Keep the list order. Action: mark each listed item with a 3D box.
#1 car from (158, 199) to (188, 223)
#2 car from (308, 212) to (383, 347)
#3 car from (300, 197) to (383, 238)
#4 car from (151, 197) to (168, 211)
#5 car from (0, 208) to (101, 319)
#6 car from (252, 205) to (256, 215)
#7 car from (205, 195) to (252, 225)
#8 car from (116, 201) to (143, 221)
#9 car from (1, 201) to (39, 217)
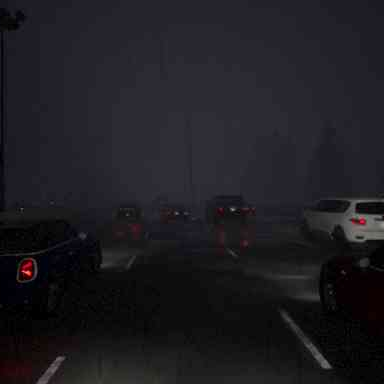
[{"bbox_3d":[-1.358,1.549,25.615,2.033,1.411,5.357,0,0,-7],"label":"car"},{"bbox_3d":[3.520,1.352,4.562,2.097,1.767,4.553,0,0,-1],"label":"car"},{"bbox_3d":[6.642,1.222,14.497,2.150,2.045,5.566,0,0,-3],"label":"car"},{"bbox_3d":[-3.906,1.354,41.637,2.097,1.767,4.553,0,0,-11],"label":"car"},{"bbox_3d":[-3.553,1.353,7.512,2.097,1.767,4.553,0,0,-2],"label":"car"},{"bbox_3d":[4.723,1.549,33.055,2.033,1.411,5.357,0,0,-9],"label":"car"},{"bbox_3d":[2.337,1.223,23.996,2.150,2.045,5.566,0,0,-6],"label":"car"},{"bbox_3d":[-5.122,1.493,27.356,2.128,1.511,4.902,0,0,-7],"label":"car"},{"bbox_3d":[-16.631,1.603,32.433,1.895,1.301,4.718,0,0,-9],"label":"car"}]
